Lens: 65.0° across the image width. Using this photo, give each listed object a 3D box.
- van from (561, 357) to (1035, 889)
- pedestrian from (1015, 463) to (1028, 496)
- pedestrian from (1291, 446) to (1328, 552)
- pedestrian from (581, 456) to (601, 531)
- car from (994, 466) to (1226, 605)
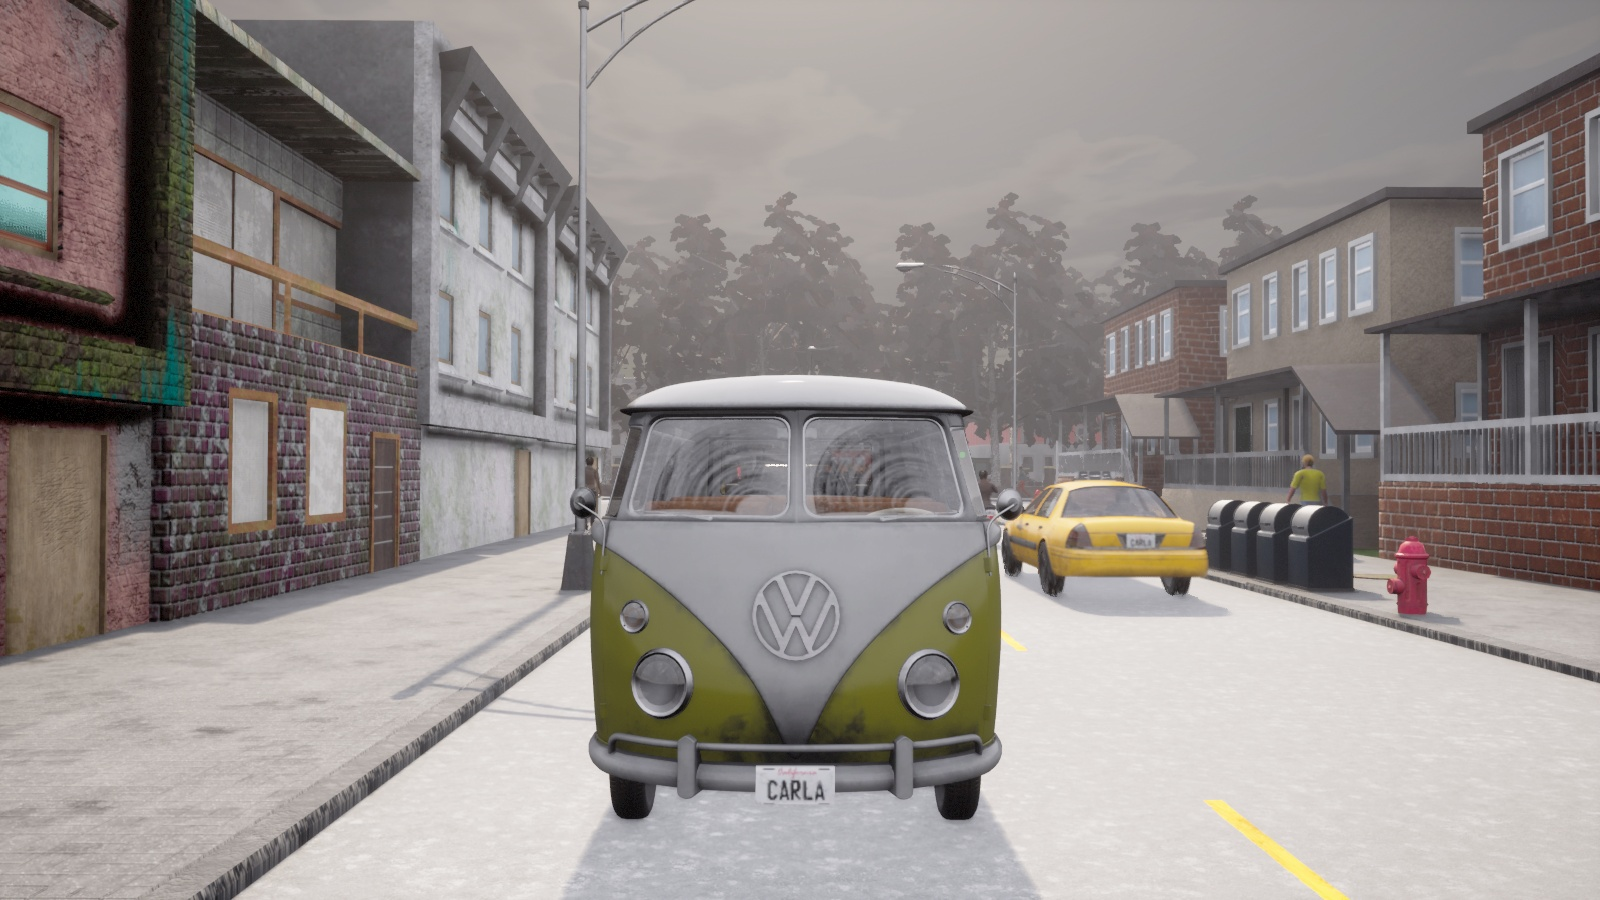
[{"bbox_3d":[-0.016,0.684,6.936,1.775,1.987,4.442,0,-1,0],"label":"van"},{"bbox_3d":[12.228,1.636,69.319,0.614,1.847,0.353,0,-1,0],"label":"pedestrian"},{"bbox_3d":[9.044,0.862,22.304,0.354,1.836,0.706,0,-1,-1],"label":"pedestrian"},{"bbox_3d":[-5.112,1.059,30.700,0.328,1.805,0.869,0,-1,1],"label":"pedestrian"},{"bbox_3d":[3.962,1.023,17.044,1.801,1.575,5.366,0,-1,0],"label":"car"}]
